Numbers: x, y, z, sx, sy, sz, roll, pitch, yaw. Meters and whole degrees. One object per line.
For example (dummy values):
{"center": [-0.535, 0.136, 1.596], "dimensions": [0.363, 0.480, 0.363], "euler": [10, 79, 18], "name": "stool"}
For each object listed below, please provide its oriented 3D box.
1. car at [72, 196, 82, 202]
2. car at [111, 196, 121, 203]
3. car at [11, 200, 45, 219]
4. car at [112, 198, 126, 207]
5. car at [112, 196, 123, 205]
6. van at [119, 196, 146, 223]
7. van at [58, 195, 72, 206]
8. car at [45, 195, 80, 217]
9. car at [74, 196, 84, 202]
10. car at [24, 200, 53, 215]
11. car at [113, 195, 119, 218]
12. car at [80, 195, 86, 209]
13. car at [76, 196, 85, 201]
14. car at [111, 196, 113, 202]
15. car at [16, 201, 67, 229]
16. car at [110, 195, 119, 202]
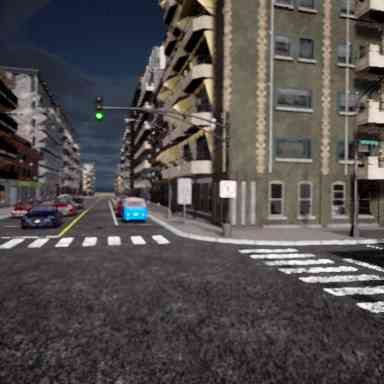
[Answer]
{"center": [-26.510, 1.597, 76.872], "dimensions": [1.887, 1.381, 4.507], "euler": [0, 0, -14], "name": "car"}
{"center": [-16.896, 1.674, 73.575], "dimensions": [1.947, 1.339, 4.313], "euler": [0, 0, -14], "name": "car"}
{"center": [-14.241, 1.526, 28.704], "dimensions": [1.802, 1.307, 4.206], "euler": [0, 0, -14], "name": "car"}
{"center": [-11.468, 1.598, 52.165], "dimensions": [1.887, 1.381, 4.507], "euler": [0, 0, -14], "name": "car"}
{"center": [-14.170, 1.518, 62.872], "dimensions": [1.967, 1.590, 4.097], "euler": [0, 0, -14], "name": "car"}
{"center": [-4.479, 1.357, 25.485], "dimensions": [1.690, 1.788, 3.998], "euler": [0, 0, -14], "name": "van"}
{"center": [-21.114, 1.332, 55.450], "dimensions": [1.690, 1.788, 3.998], "euler": [0, 0, -14], "name": "van"}
{"center": [-11.977, 1.323, 30.943], "dimensions": [2.097, 1.767, 4.553], "euler": [1, 0, -14], "name": "car"}
{"center": [-27.896, 1.622, 82.219], "dimensions": [2.008, 1.369, 4.403], "euler": [0, 0, -14], "name": "car"}
{"center": [-15.615, 1.516, 34.052], "dimensions": [1.947, 1.339, 4.313], "euler": [0, 0, -14], "name": "car"}
{"center": [-5.933, 1.334, 30.787], "dimensions": [2.192, 1.841, 5.009], "euler": [0, 0, -14], "name": "car"}
{"center": [-15.423, 1.516, 44.399], "dimensions": [1.812, 1.442, 4.674], "euler": [1, 0, -14], "name": "car"}
{"center": [-29.256, 1.657, 87.572], "dimensions": [1.947, 1.339, 4.313], "euler": [0, 0, -14], "name": "car"}
{"center": [-10.094, 1.482, 46.817], "dimensions": [1.967, 1.590, 4.097], "euler": [0, 0, -14], "name": "car"}
{"center": [-9.526, 1.528, 21.399], "dimensions": [1.994, 1.385, 4.181], "euler": [1, 0, -14], "name": "car"}
{"center": [-19.651, 1.585, 84.268], "dimensions": [1.967, 1.590, 4.097], "euler": [0, 0, -14], "name": "car"}
